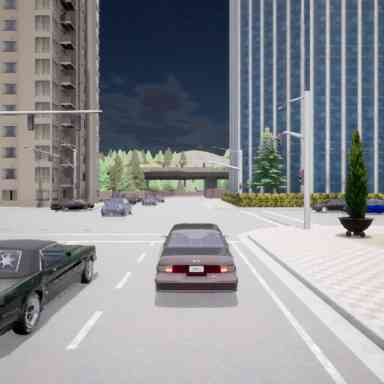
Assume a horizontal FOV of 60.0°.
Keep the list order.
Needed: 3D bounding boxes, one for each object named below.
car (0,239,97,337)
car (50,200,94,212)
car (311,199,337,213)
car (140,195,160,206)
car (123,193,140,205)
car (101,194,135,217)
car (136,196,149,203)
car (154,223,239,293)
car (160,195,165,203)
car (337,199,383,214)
[{"bbox_3d":[-3.425,1.601,6.659,1.895,1.301,4.718,0,0,1],"label":"car"},{"bbox_3d":[-13.778,1.601,38.383,1.895,1.301,4.718,0,0,38],"label":"car"},{"bbox_3d":[15.665,1.505,36.560,4.892,1.490,1.837,0,0,0],"label":"car"},{"bbox_3d":[-6.978,1.352,54.879,2.097,1.767,4.553,0,0,0],"label":"car"},{"bbox_3d":[-10.483,1.220,54.171,2.150,2.045,5.566,0,0,1],"label":"car"},{"bbox_3d":[-7.037,1.352,31.267,2.097,1.767,4.553,0,0,0],"label":"car"},{"bbox_3d":[-10.359,1.539,69.937,2.033,1.411,5.357,0,0,0],"label":"car"},{"bbox_3d":[0.093,1.547,8.998,2.033,1.411,5.357,0,0,0],"label":"car"},{"bbox_3d":[-6.861,1.352,68.976,2.097,1.767,4.553,0,0,0],"label":"car"},{"bbox_3d":[17.616,1.477,33.076,5.008,1.535,1.882,0,0,0],"label":"car"}]
